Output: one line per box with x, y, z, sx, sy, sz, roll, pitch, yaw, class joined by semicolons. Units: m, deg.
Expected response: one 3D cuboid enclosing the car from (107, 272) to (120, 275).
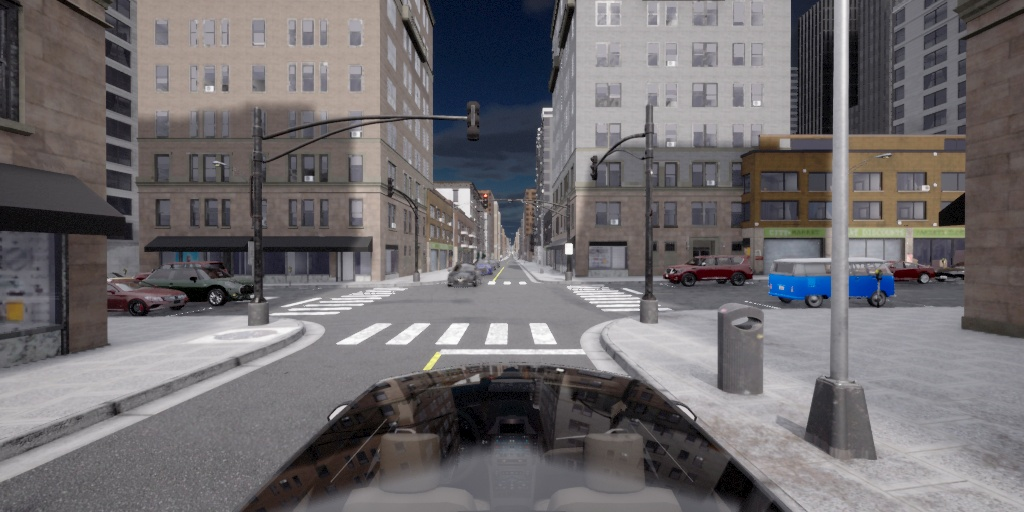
-26.007;1.552;22.129;4.829;1.417;1.751;0;0;0;car

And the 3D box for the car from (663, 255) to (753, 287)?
12.108;0.872;22.201;5.009;1.841;2.192;0;0;0;car

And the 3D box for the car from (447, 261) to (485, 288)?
-3.088;1.256;23.902;1.837;1.490;4.892;0;0;0;car

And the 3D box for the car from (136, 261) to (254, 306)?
-14.001;1.269;16.267;4.553;1.767;2.097;-1;0;0;car

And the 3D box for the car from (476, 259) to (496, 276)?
-3.074;1.110;37.548;2.097;1.767;4.553;0;0;0;car

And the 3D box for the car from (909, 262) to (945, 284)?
23.326;0.965;22.223;4.507;1.381;1.888;0;0;0;car

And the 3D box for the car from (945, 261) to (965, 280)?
28.935;0.916;22.234;4.313;1.339;1.948;0;0;0;car

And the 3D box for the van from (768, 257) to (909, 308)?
12.125;0.957;13.676;3.998;1.789;1.690;0;0;0;van

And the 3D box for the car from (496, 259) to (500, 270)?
-3.062;1.275;49.740;1.837;1.490;4.892;0;1;0;car

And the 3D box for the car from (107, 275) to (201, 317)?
-14.811;1.528;13.625;4.207;1.307;1.802;0;0;0;car
